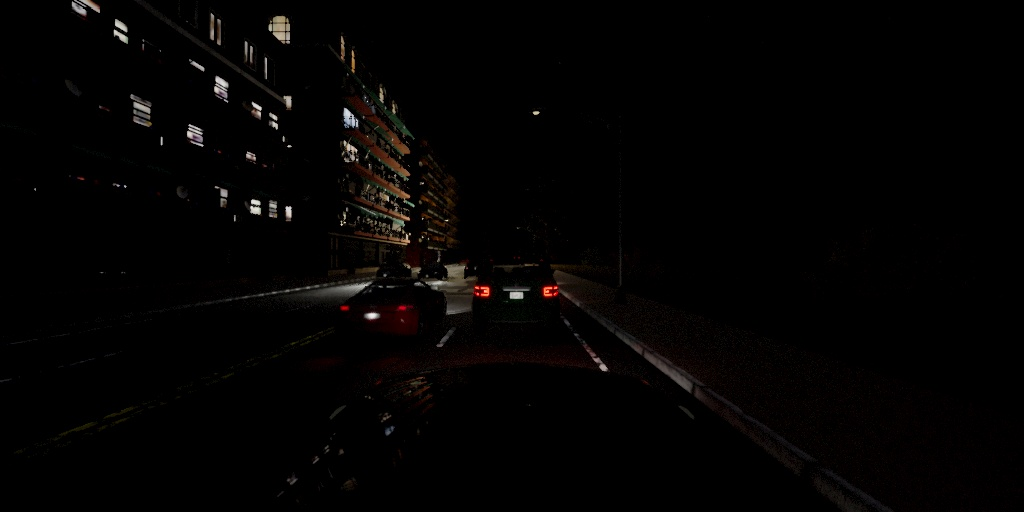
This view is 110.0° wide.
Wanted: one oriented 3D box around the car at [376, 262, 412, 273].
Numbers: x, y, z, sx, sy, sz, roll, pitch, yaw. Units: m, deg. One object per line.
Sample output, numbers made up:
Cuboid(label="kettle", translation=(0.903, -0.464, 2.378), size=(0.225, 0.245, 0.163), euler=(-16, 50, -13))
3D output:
Cuboid(label="car", translation=(-9.780, 1.244, 30.101), size=(2.128, 1.511, 4.902), euler=(0, 0, 0))

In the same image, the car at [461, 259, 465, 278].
Cuboid(label="car", translation=(-3.074, 1.103, 32.829), size=(2.097, 1.767, 4.553), euler=(0, 0, 0))

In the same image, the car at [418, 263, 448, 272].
Cuboid(label="car", translation=(-6.531, 1.278, 29.882), size=(1.812, 1.442, 4.674), euler=(0, 0, 0))

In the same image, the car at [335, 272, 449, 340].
Cuboid(label="car", translation=(-3.130, 1.315, 10.036), size=(1.994, 1.385, 4.181), euler=(0, 0, 0))

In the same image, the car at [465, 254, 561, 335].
Cuboid(label="car", translation=(0.116, 0.973, 10.687), size=(2.150, 2.045, 5.566), euler=(0, 0, 0))
